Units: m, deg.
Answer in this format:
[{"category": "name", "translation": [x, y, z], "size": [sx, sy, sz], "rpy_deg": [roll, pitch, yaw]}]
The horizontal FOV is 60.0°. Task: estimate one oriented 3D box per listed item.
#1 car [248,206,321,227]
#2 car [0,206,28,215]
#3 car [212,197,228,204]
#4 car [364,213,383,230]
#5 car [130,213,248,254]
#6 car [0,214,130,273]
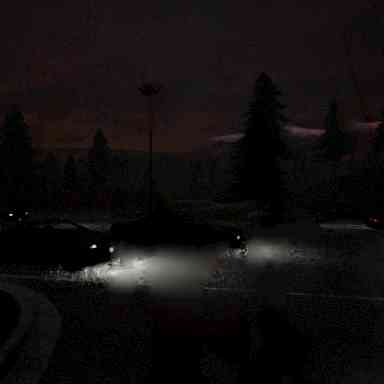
[{"category": "car", "translation": [6.181, 1.596, 22.501], "size": [4.718, 1.301, 1.895], "rpy_deg": [0, 0, 12]}, {"category": "car", "translation": [-13.953, 1.601, 23.323], "size": [4.718, 1.301, 1.895], "rpy_deg": [0, 0, 12]}, {"category": "car", "translation": [5.454, 1.554, 64.605], "size": [1.994, 1.385, 4.181], "rpy_deg": [0, 0, -22]}, {"category": "car", "translation": [12.180, 1.542, 17.606], "size": [5.357, 1.411, 2.033], "rpy_deg": [0, 0, 12]}, {"category": "car", "translation": [-0.644, 1.546, 13.246], "size": [5.357, 1.411, 2.033], "rpy_deg": [0, 0, 12]}, {"category": "car", "translation": [-4.381, 1.563, 10.481], "size": [4.181, 1.385, 1.994], "rpy_deg": [0, 0, 12]}]
